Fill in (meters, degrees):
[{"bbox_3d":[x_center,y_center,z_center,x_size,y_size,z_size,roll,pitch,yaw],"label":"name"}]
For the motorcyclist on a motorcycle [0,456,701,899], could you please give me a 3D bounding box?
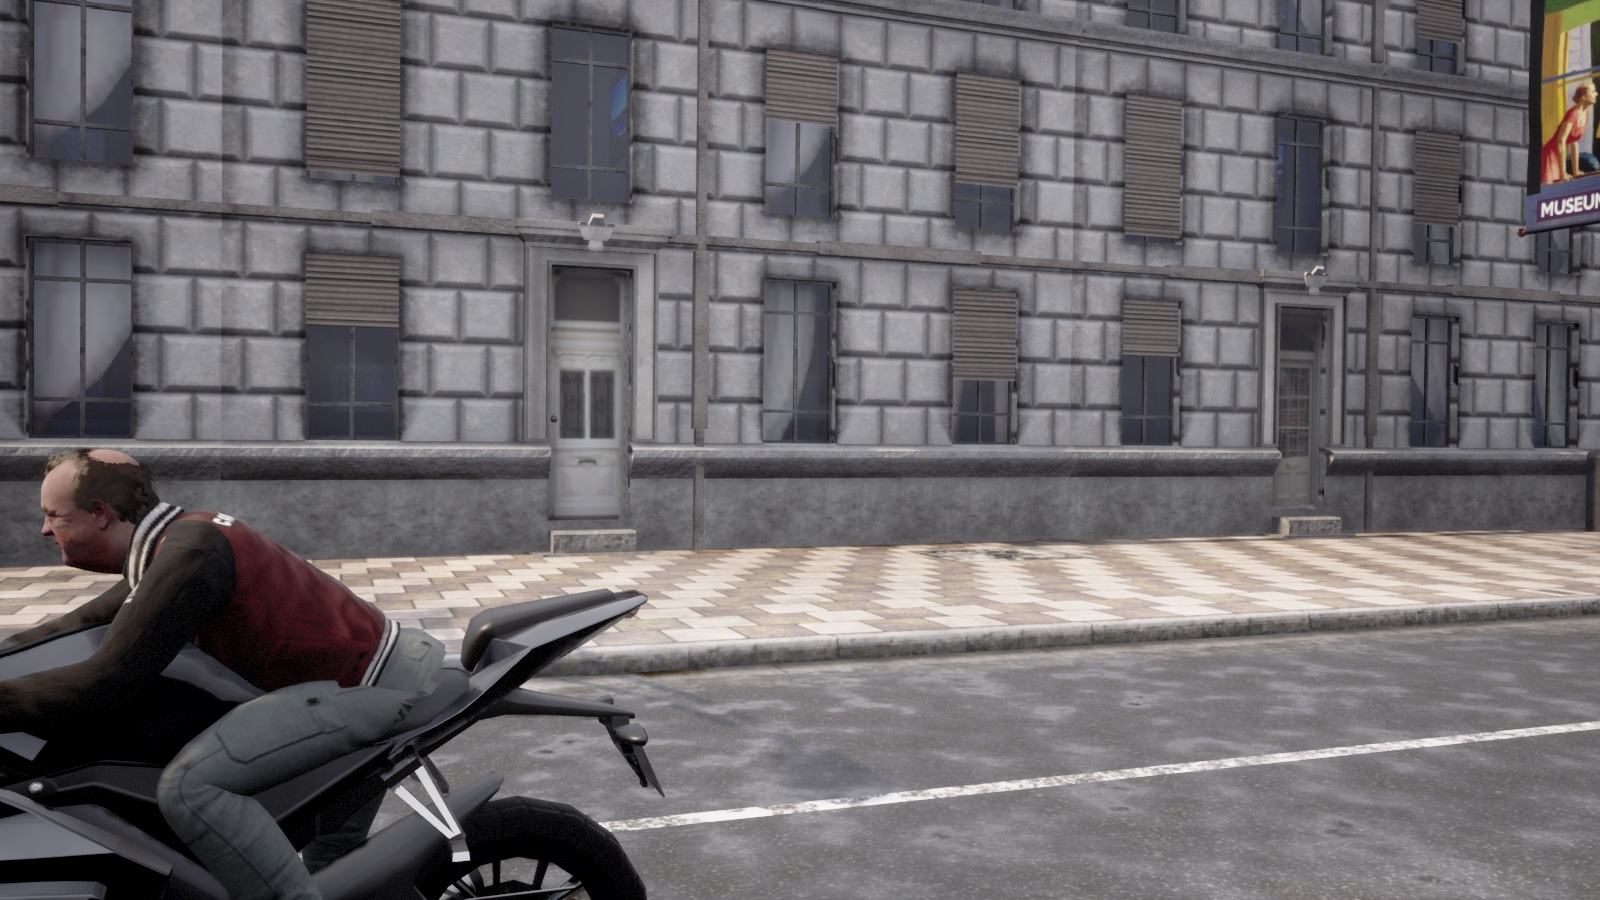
[{"bbox_3d":[-1.392,0.804,2.711,2.191,1.530,0.866,-1,1,-21],"label":"motorcyclist on a motorcycle"}]
